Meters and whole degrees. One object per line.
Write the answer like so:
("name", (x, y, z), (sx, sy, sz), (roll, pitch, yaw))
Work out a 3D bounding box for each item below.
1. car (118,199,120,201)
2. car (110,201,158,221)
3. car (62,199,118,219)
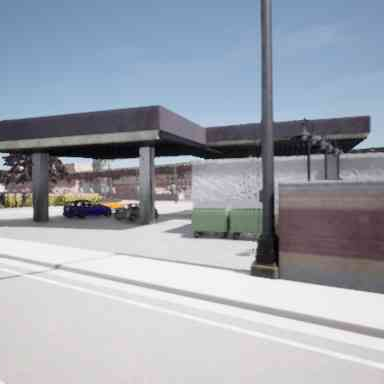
("car", (-10.841, 1.698, 46.388), (2.097, 1.767, 4.553), (-1, 0, 36))
("car", (-4.718, 1.686, 28.655), (1.970, 1.475, 3.806), (-1, 0, 37))
("car", (-9.795, 1.590, 31.454), (2.242, 1.667, 4.611), (-1, 0, 37))
